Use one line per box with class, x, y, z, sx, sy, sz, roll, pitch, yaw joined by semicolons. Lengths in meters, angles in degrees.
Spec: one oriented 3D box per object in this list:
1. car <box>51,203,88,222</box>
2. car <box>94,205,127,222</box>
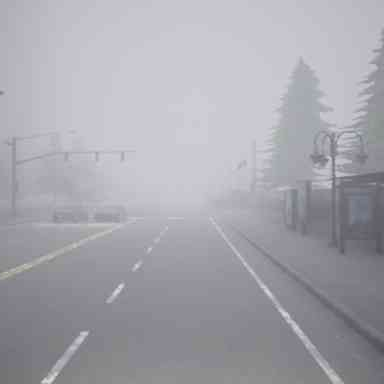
car;-10.489;1.784;28.917;1.837;1.490;4.892;0;-1;0
car;-6.987;1.821;29.215;2.033;1.411;5.357;0;-1;0
